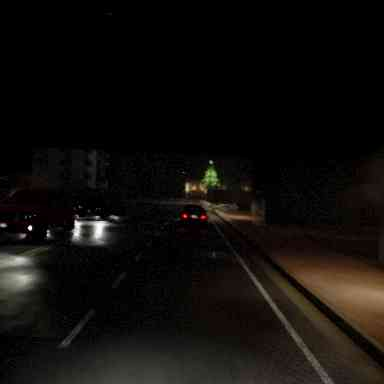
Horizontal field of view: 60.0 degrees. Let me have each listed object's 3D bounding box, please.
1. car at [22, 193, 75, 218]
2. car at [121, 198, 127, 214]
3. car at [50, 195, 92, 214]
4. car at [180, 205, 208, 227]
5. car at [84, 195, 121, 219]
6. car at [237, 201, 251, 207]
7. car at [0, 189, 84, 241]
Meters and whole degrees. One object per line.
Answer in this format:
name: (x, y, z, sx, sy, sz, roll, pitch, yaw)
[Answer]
car: (-10.503, 0.890, 24.764, 1.895, 1.301, 4.718, 3, 3, -1)
car: (-7.088, 1.242, 29.872, 2.128, 1.511, 4.902, 3, -1, 1)
car: (-10.586, 1.070, 29.497, 1.837, 1.490, 4.892, 3, -1, 1)
car: (0.124, 1.622, 23.611, 2.033, 1.411, 5.357, 3, 0, 0)
car: (-7.001, 0.990, 25.009, 1.837, 1.490, 4.892, 3, 2, 0)
car: (10.317, 2.221, 55.864, 5.357, 1.411, 2.033, 3, 0, 6)
car: (-7.106, 0.909, 15.304, 2.150, 2.045, 5.566, 3, 0, 0)
